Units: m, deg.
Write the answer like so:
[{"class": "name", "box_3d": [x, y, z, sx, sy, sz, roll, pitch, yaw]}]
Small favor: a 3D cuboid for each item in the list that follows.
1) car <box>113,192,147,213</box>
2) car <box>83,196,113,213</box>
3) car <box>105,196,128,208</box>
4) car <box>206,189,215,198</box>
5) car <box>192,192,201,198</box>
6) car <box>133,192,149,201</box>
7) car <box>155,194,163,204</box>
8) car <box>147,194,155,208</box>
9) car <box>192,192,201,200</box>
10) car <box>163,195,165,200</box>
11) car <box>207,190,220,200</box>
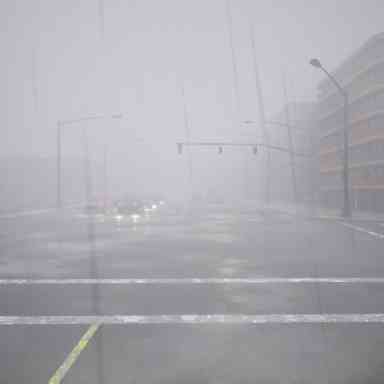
[{"class": "car", "box_3d": [-6.320, 1.226, 34.486, 2.097, 1.767, 4.553, 0, 1, 0]}, {"class": "car", "box_3d": [-9.818, 1.225, 34.831, 2.097, 1.767, 4.553, 0, 1, 0]}, {"class": "car", "box_3d": [-9.789, 1.314, 43.473, 1.994, 1.385, 4.181, 0, 1, 0]}, {"class": "car", "box_3d": [4.421, 0.425, 75.886, 2.150, 2.045, 5.566, 0, 1, 0]}, {"class": "car", "box_3d": [0.919, 0.649, 75.735, 2.033, 1.411, 5.357, 0, 1, 0]}, {"class": "car", "box_3d": [-9.674, 0.896, 63.169, 2.128, 1.511, 4.902, 0, 1, 1]}, {"class": "car", "box_3d": [-6.253, 1.080, 52.650, 2.128, 1.511, 4.902, 0, 1, 0]}, {"class": "car", "box_3d": [-6.289, 1.277, 43.369, 1.812, 1.442, 4.674, 0, 1, 0]}, {"class": "car", "box_3d": [0.885, 0.959, 65.759, 1.895, 1.301, 4.718, 0, 1, 0]}, {"class": "car", "box_3d": [-6.180, 1.012, 62.779, 1.895, 1.301, 4.718, 0, 1, 1]}, {"class": "car", "box_3d": [4.487, 0.919, 65.903, 1.994, 1.385, 4.181, 0, 1, 0]}]
